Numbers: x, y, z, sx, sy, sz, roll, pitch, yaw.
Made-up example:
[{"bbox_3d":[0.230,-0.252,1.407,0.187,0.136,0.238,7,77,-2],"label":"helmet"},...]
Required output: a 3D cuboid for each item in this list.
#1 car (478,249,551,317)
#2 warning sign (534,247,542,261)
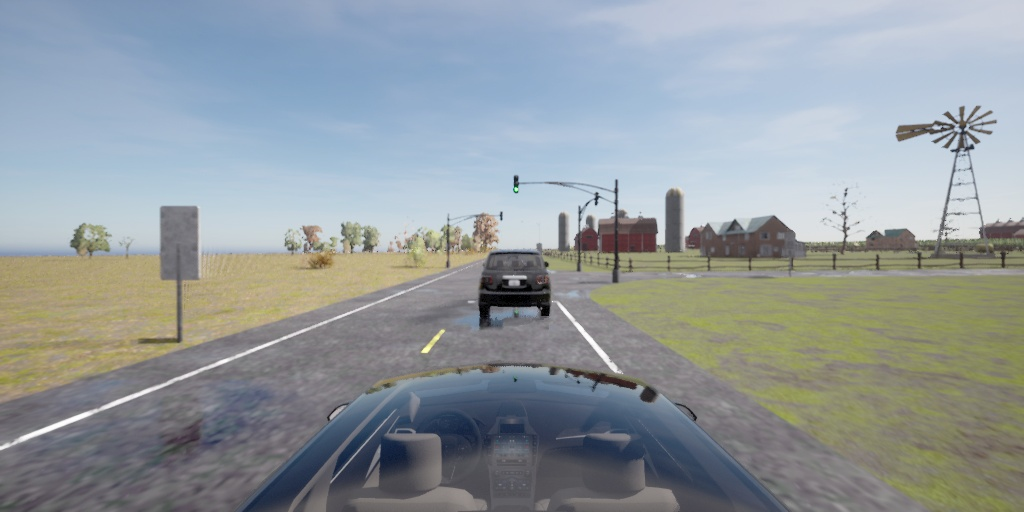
[{"bbox_3d":[0.127,0.794,12.431,2.150,2.045,5.566,0,1,1],"label":"car"},{"bbox_3d":[3.640,-0.040,55.247,1.300,1.860,1.060,0,0,0],"label":"warning sign"}]
